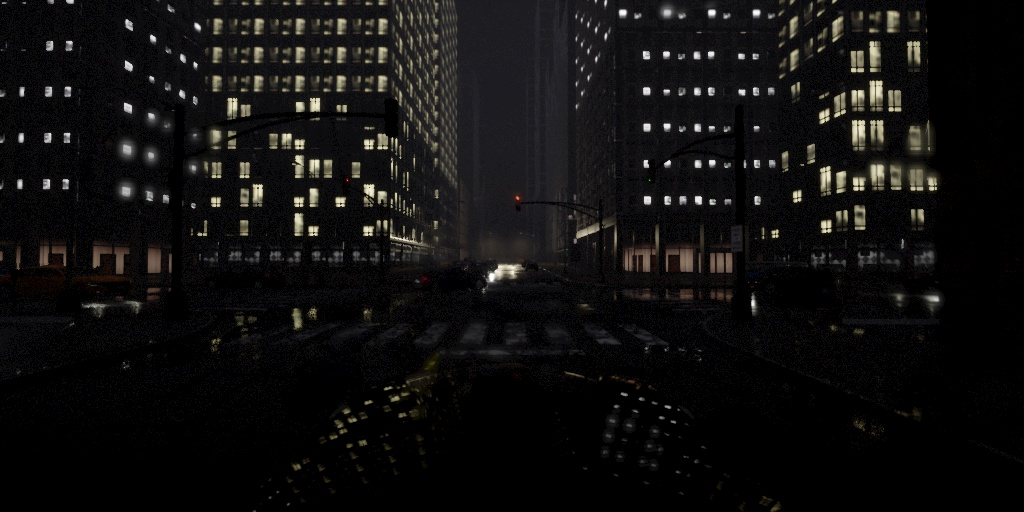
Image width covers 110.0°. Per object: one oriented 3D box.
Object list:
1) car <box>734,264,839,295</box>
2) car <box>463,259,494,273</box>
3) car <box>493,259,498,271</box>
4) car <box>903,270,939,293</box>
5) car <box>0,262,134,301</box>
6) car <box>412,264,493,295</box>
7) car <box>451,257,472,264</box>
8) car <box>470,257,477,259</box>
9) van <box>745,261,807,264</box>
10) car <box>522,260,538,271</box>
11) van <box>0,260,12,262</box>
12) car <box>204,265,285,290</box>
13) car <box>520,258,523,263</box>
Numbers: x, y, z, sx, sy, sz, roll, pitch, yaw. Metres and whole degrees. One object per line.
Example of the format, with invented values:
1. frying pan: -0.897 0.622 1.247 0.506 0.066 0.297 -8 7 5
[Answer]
1. car: 14.865 1.321 19.503 4.892 1.490 1.837 0 -1 0
2. car: -3.117 1.310 34.497 2.033 1.411 5.357 0 0 0
3. car: -3.120 1.367 44.407 1.895 1.301 4.718 0 0 0
4. car: 24.345 1.313 19.483 5.008 1.535 1.882 0 -1 0
5. car: -20.338 1.174 16.370 5.008 1.535 1.882 0 -1 0
6. car: -3.484 1.321 20.243 4.181 1.385 1.994 0 0 -41
7. car: -5.707 1.203 37.576 1.967 1.591 4.097 0 0 0
8. car: -5.712 1.082 48.726 2.192 1.841 5.009 0 0 0
9. van: 15.972 1.210 22.075 3.998 1.789 1.690 0 0 0
10. car: 2.668 1.350 48.792 1.802 1.307 4.207 0 0 0
11. van: -33.448 1.132 22.164 3.998 1.789 1.690 0 0 0
12. car: -16.502 1.255 22.134 4.097 1.591 1.967 0 0 0
13. car: 2.664 1.298 60.118 1.751 1.417 4.829 0 0 0
